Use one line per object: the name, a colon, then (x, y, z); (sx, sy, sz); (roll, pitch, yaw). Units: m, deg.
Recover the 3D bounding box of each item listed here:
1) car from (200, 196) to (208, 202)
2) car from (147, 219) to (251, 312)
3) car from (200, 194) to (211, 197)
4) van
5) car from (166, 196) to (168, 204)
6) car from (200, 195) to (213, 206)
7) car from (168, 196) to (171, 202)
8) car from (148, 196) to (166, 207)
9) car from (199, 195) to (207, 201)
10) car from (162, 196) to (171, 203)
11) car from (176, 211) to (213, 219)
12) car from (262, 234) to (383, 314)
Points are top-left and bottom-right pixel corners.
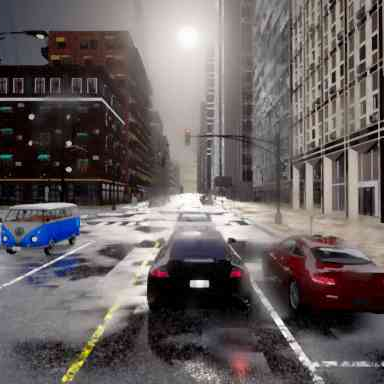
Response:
car: (2.775, 1.599, 79.208); (1.802, 1.307, 4.206); (1, 0, 0)
car: (0.112, 1.566, 7.797); (1.994, 1.385, 4.181); (0, 0, -1)
car: (2.764, 1.330, 62.244); (2.192, 1.841, 5.009); (1, 0, 0)
van: (-5.750, 1.345, 13.024); (1.690, 1.788, 3.998); (1, 0, 0)
car: (-5.625, 1.564, 56.594); (2.008, 1.369, 4.403); (1, 0, 0)
car: (2.754, 1.596, 56.589); (1.802, 1.307, 4.206); (1, 0, 0)
car: (-5.620, 1.580, 62.249); (1.947, 1.339, 4.313); (1, 0, 0)
car: (-5.631, 1.563, 50.940); (2.008, 1.369, 4.403); (1, 0, 0)
car: (2.781, 1.569, 84.862); (2.008, 1.369, 4.403); (1, 0, 0)
car: (-5.610, 1.598, 73.558); (1.802, 1.307, 4.206); (1, 0, 0)
car: (0.112, 1.606, 16.614); (1.895, 1.301, 4.718); (0, 0, 0)
car: (2.708, 1.584, 7.332); (1.802, 1.307, 4.206); (1, 0, 0)
